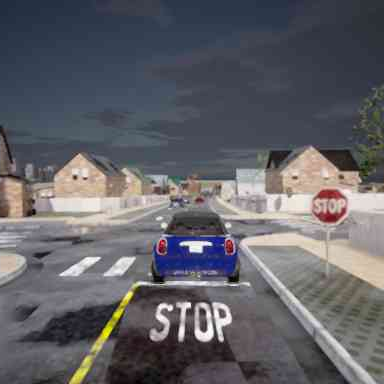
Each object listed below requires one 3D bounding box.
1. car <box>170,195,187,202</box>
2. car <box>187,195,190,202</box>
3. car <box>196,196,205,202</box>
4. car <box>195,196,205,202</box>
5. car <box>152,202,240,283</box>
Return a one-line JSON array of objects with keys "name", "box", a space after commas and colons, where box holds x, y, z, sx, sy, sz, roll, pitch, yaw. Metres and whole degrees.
[{"name": "car", "box": [-2.067, 1.486, 46.310, 1.812, 1.442, 4.674, 0, 0, 2]}, {"name": "car", "box": [-1.470, 1.364, 61.674, 2.097, 1.767, 4.553, 0, 0, 3]}, {"name": "car", "box": [1.965, 1.529, 75.750, 1.895, 1.301, 4.718, 0, 0, 3]}, {"name": "car", "box": [1.492, 1.561, 65.724, 1.812, 1.442, 4.674, 0, 0, 3]}, {"name": "car", "box": [0.119, 1.321, 9.738, 2.097, 1.767, 4.553, 0, 0, 1]}]
